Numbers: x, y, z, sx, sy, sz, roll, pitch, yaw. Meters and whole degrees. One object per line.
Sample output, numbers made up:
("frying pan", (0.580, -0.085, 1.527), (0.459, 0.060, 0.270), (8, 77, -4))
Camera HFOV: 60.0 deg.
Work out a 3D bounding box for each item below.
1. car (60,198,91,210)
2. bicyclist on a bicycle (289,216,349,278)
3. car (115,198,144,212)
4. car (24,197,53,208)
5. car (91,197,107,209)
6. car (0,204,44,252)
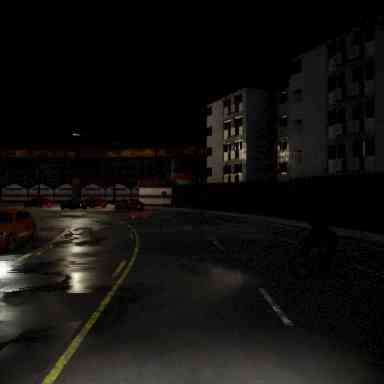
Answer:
("car", (-15.142, 1.564, 42.387), (1.994, 1.385, 4.181), (0, 0, -45))
("bicyclist on a bicycle", (3.382, 1.453, 8.873), (1.656, 1.620, 0.582), (-2, 0, -2))
("car", (-7.383, 1.477, 38.927), (1.882, 1.535, 5.008), (0, 0, -36))
("car", (-22.189, 1.477, 47.971), (5.008, 1.535, 1.882), (0, 0, 31))
("car", (-13.746, 1.477, 45.979), (5.008, 1.535, 1.882), (0, 0, 42))
("car", (-7.999, 1.477, 13.983), (1.882, 1.535, 5.008), (0, 0, -10))
